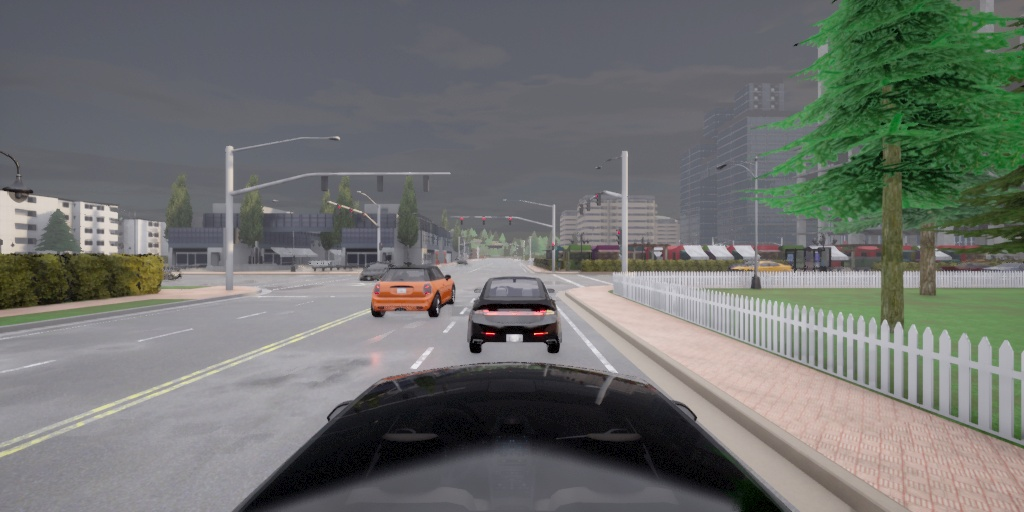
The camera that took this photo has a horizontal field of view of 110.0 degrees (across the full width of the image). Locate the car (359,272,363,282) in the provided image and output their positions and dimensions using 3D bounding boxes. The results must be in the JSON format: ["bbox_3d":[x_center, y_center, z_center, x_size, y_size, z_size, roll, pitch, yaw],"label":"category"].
[{"bbox_3d":[-10.500,1.323,28.679,1.837,1.490,4.892,0,1,0],"label":"car"}]

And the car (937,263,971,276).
[{"bbox_3d":[46.889,1.350,36.784,4.718,1.301,1.895,0,0,-1],"label":"car"}]

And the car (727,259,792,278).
[{"bbox_3d":[22.679,1.227,32.764,5.008,1.535,1.882,0,0,-1],"label":"car"}]

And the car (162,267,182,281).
[{"bbox_3d":[-28.615,1.241,27.891,4.902,1.511,2.128,0,0,-1],"label":"car"}]

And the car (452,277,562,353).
[{"bbox_3d":[0.061,1.241,8.781,2.128,1.511,4.902,0,0,0],"label":"car"}]

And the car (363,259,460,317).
[{"bbox_3d":[-3.417,1.102,13.250,2.097,1.767,4.553,0,0,0],"label":"car"}]

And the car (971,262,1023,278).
[{"bbox_3d":[46.816,1.297,33.283,5.357,1.411,2.033,0,0,-1],"label":"car"}]
